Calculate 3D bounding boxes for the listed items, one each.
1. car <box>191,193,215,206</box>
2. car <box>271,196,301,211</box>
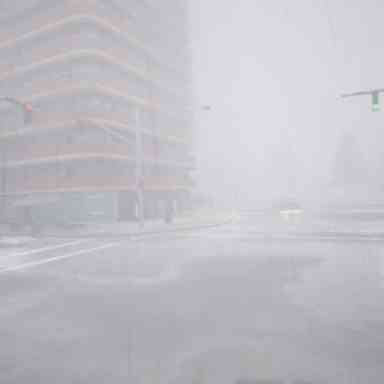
[{"bbox_3d":[1.396,1.227,56.702,2.150,2.045,5.566,-2,0,-38],"label":"car"},{"bbox_3d":[9.804,1.168,34.943,1.994,1.385,4.181,-2,0,-4],"label":"car"}]
